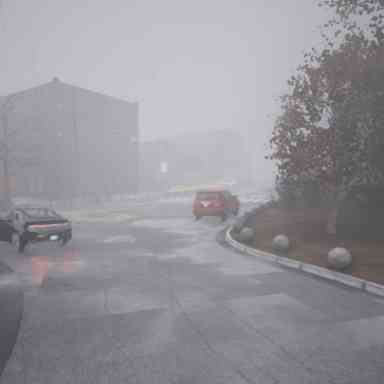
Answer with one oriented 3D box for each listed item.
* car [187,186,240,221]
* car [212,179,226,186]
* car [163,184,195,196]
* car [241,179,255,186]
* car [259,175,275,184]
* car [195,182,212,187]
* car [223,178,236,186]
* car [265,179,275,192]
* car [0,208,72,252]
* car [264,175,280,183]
[{"bbox_3d":[1.856,0.834,23.808,2.150,2.045,5.566,0,3,21],"label":"car"},{"bbox_3d":[3.544,-1.005,58.878,1.946,1.575,5.366,0,4,32],"label":"car"},{"bbox_3d":[-2.228,-0.269,49.486,1.946,1.575,5.366,0,4,32],"label":"car"},{"bbox_3d":[12.336,-2.090,73.218,2.163,1.488,4.792,0,4,32],"label":"car"},{"bbox_3d":[18.123,-2.853,82.645,2.231,1.521,4.892,0,4,31],"label":"car"},{"bbox_3d":[0.662,-0.638,54.179,1.946,1.575,5.366,0,4,32],"label":"car"},{"bbox_3d":[6.569,-1.637,63.803,2.435,2.045,5.566,0,4,31],"label":"car"},{"bbox_3d":[13.549,-0.861,52.854,1.812,1.442,4.674,0,4,32],"label":"car"},{"bbox_3d":[-6.700,1.391,13.486,4.902,1.511,2.128,0,0,43],"label":"car"},{"bbox_3d":[20.978,-3.469,87.300,2.435,2.045,5.566,0,4,31],"label":"car"}]
